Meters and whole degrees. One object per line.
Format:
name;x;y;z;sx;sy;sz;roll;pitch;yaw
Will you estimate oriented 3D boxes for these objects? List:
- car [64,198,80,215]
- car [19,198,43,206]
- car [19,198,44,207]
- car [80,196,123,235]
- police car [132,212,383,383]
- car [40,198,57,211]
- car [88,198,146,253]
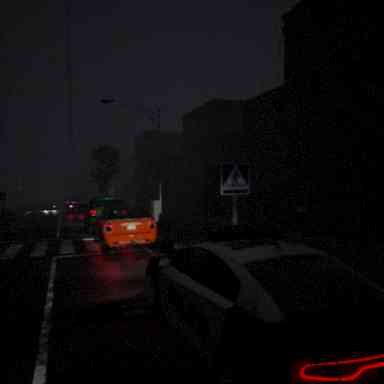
car;-14.224;1.872;40.397;2.128;1.511;4.902;-2;0;-21
car;-40.102;2.765;82.670;4.892;1.521;2.231;-2;0;-21
car;-41.152;2.563;85.272;5.566;2.045;2.435;-2;0;-21
car;-5.150;1.268;19.607;2.150;2.045;5.566;-2;0;-21
police car;0.661;1.315;4.755;1.930;1.638;5.238;0;1;-21
car;-22.889;2.229;53.720;2.033;1.411;5.357;-2;0;-21
car;-2.950;1.316;13.954;2.097;1.767;4.553;-2;0;-21
